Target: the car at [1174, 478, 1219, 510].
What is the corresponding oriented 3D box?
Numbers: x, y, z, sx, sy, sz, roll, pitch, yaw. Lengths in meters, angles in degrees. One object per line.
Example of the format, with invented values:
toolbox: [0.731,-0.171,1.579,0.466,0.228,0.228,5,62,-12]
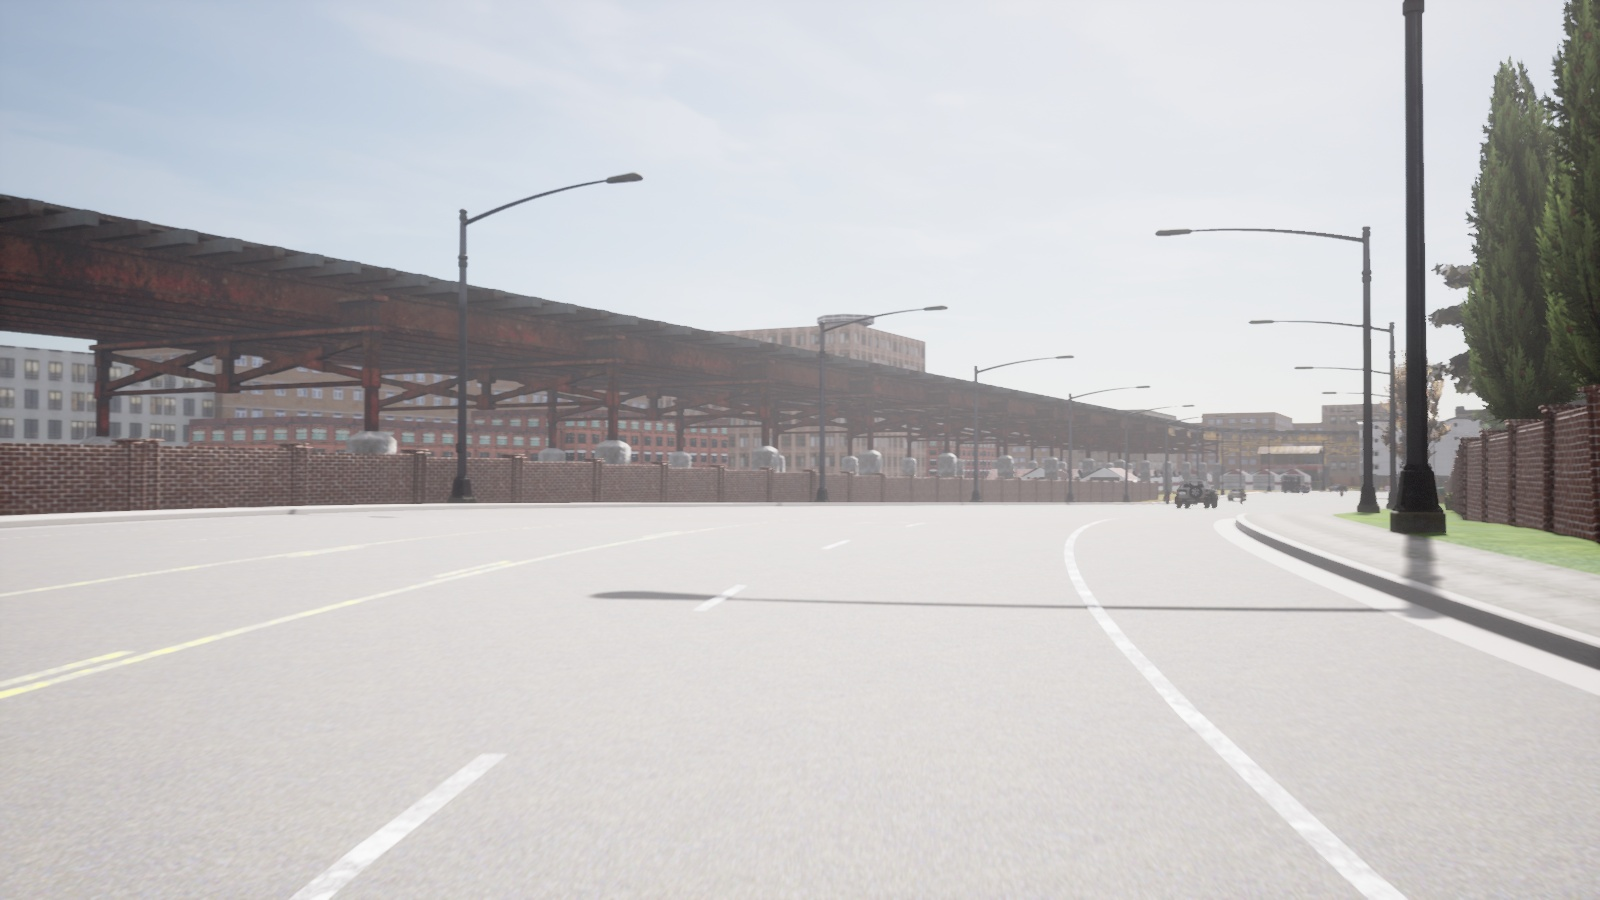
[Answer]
car: [24.365,2.714,77.121,1.932,1.855,4.605,0,-3,27]
